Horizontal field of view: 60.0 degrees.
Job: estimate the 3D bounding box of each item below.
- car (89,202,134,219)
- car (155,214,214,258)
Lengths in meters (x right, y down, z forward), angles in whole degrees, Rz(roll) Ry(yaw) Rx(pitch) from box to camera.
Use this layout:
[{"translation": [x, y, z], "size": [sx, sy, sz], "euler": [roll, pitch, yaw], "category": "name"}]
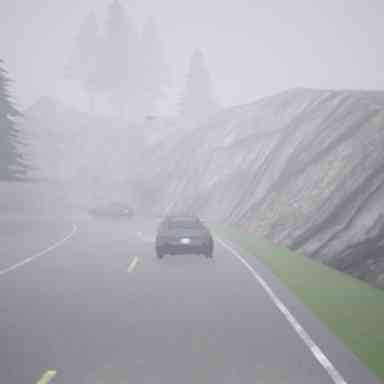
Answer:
[{"translation": [-6.939, 1.520, 28.384], "size": [4.181, 1.385, 1.994], "euler": [0, 0, 37], "category": "car"}, {"translation": [-0.387, 1.544, 12.729], "size": [1.994, 1.385, 4.181], "euler": [0, 0, -5], "category": "car"}]
